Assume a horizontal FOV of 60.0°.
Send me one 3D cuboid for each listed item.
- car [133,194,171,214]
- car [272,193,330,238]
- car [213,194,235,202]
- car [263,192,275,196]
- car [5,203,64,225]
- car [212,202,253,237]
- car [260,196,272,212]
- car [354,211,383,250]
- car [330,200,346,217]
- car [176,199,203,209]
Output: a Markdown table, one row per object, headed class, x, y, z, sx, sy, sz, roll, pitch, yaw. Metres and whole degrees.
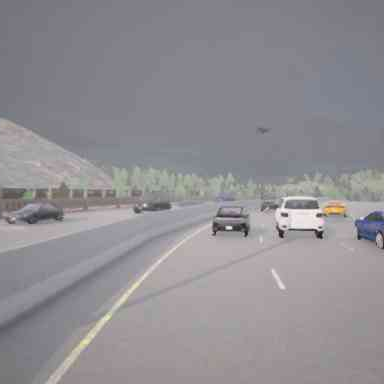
| class | x | y | z | sx | sy | sz | roll | pitch | yaw |
| --- | --- | --- | --- | --- | --- | --- | --- | --- | --- |
| car | -4.073 | 1.236 | 35.024 | 2.150 | 2.045 | 5.566 | 0 | 0 | 21 |
| car | 5.742 | 1.264 | 18.248 | 2.150 | 2.045 | 5.566 | 0 | 0 | 12 |
| car | 6.087 | 1.312 | 61.836 | 2.150 | 2.045 | 5.566 | 0 | 0 | 34 |
| car | 16.333 | 0.978 | 70.767 | 2.150 | 2.045 | 5.566 | 0 | 0 | 34 |
| car | -11.048 | 1.499 | 23.827 | 1.812 | 1.442 | 4.674 | 0 | 0 | 13 |
| car | 2.256 | 1.519 | 18.389 | 2.128 | 1.511 | 4.902 | 0 | 0 | 11 |
| car | 9.604 | 1.584 | 39.857 | 1.837 | 1.490 | 4.892 | 0 | 0 | 25 |
| car | 8.572 | 1.529 | 14.386 | 1.882 | 1.535 | 5.008 | 0 | 0 | 10 |
| car | 14.037 | 1.570 | 32.748 | 1.882 | 1.535 | 5.008 | 0 | 0 | 22 |
| car | -0.132 | 1.537 | 35.451 | 1.837 | 1.490 | 4.892 | 0 | 0 | 22 |
